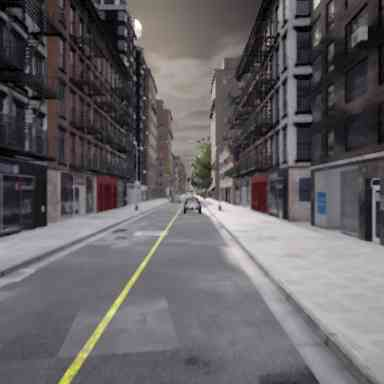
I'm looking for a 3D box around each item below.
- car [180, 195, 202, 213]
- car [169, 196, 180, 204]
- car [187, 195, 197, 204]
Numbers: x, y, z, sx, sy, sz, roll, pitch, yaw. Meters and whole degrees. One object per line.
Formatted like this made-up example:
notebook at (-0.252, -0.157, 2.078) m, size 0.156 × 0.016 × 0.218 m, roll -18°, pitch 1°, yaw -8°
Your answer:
car at (0.064, 1.382, 37.010) m, size 2.033 × 1.649 × 4.856 m, roll 0°, pitch 0°, yaw 0°
car at (-3.020, 1.455, 61.379) m, size 1.837 × 1.490 × 4.892 m, roll 0°, pitch 0°, yaw 1°
car at (0.009, 1.458, 66.134) m, size 1.801 × 1.575 × 5.366 m, roll 0°, pitch 0°, yaw 0°
